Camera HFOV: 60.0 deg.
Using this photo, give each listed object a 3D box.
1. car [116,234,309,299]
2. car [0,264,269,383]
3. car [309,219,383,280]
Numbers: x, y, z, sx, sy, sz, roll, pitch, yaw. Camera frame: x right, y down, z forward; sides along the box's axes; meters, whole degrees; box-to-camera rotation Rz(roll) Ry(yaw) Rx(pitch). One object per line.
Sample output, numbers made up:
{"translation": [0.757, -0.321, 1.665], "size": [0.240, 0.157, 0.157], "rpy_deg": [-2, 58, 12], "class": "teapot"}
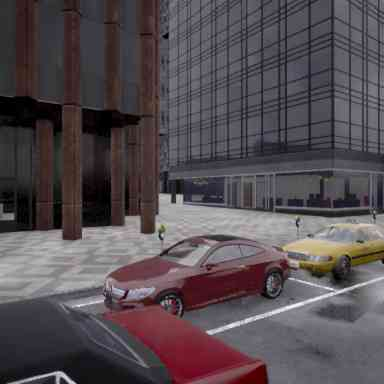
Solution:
{"translation": [0.296, 1.582, 6.875], "size": [4.206, 1.307, 1.802], "rpy_deg": [0, 0, -36], "class": "car"}
{"translation": [-1.766, 1.601, 2.115], "size": [4.718, 1.301, 1.895], "rpy_deg": [0, 0, -36], "class": "car"}
{"translation": [4.575, 1.526, 9.948], "size": [4.829, 1.417, 1.752], "rpy_deg": [0, 0, -36], "class": "car"}
